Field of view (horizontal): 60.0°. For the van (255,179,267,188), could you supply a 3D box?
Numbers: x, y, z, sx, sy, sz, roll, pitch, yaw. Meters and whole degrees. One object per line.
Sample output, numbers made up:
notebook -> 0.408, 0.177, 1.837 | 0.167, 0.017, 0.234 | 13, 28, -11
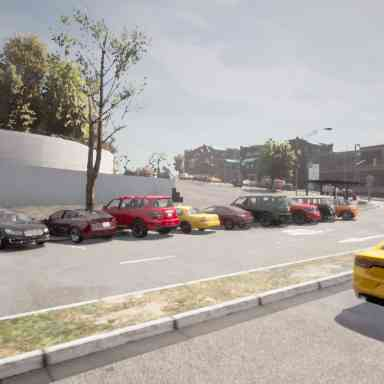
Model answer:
van -> 16.049, -1.763, 71.390 | 1.878, 1.987, 4.442 | 7, 4, 35

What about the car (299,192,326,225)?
car -> 6.574, 1.268, 24.791 | 5.566, 2.045, 2.435 | -1, -1, 35

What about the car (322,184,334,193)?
car -> 24.741, -0.425, 59.166 | 2.435, 2.045, 5.566 | 7, 3, 35

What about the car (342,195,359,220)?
car -> 11.524, 1.404, 28.208 | 4.553, 1.767, 2.185 | -1, -1, 35

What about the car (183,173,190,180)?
car -> 0.433, -4.084, 93.618 | 2.185, 1.767, 4.553 | 4, 1, 33

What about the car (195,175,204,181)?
car -> 3.955, -3.697, 88.680 | 2.435, 2.045, 5.566 | 7, 3, 34

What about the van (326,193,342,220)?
van -> 9.114, 1.297, 26.459 | 4.442, 1.987, 1.878 | -1, -1, 35

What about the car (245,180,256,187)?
car -> 14.476, -1.811, 74.122 | 1.946, 1.575, 5.366 | 7, 3, 35

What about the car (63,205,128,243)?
car -> -5.743, 1.525, 16.135 | 4.792, 1.488, 2.163 | -1, -1, 35

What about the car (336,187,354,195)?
car -> 26.431, 0.138, 56.692 | 2.002, 1.452, 4.674 | 7, 3, 35

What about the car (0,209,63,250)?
car -> -8.164, 1.494, 14.390 | 4.892, 1.521, 2.231 | -1, -1, 35

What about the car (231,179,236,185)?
car -> 10.905, -2.316, 78.907 | 2.002, 1.452, 4.674 | 7, 3, 35

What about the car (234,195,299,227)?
car -> 4.060, 1.263, 23.087 | 5.566, 2.045, 2.435 | -1, -1, 35

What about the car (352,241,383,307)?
car -> 5.364, 1.487, 6.948 | 5.008, 1.535, 1.882 | 0, 0, -35

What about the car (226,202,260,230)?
car -> 1.631, 1.549, 21.331 | 4.674, 1.452, 2.002 | -1, -1, 35

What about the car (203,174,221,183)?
car -> 5.804, -3.174, 86.420 | 1.946, 1.575, 5.366 | 7, 3, 34

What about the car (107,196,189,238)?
car -> -3.297, 1.248, 17.879 | 5.566, 2.045, 2.435 | -1, -1, 35

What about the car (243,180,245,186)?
car -> 12.646, -2.042, 76.444 | 2.002, 1.452, 4.674 | 7, 4, 35

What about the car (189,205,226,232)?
car -> -0.976, 1.503, 19.705 | 5.366, 1.575, 1.946 | -1, -1, 35

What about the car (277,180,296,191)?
car -> 19.535, -0.991, 66.554 | 2.231, 1.521, 4.892 | 7, 3, 35

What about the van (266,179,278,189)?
van -> 17.777, -1.489, 68.918 | 1.878, 1.987, 4.442 | 7, 4, 35

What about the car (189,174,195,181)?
car -> 2.162, -3.849, 91.147 | 2.185, 1.767, 4.553 | 6, 3, 34
